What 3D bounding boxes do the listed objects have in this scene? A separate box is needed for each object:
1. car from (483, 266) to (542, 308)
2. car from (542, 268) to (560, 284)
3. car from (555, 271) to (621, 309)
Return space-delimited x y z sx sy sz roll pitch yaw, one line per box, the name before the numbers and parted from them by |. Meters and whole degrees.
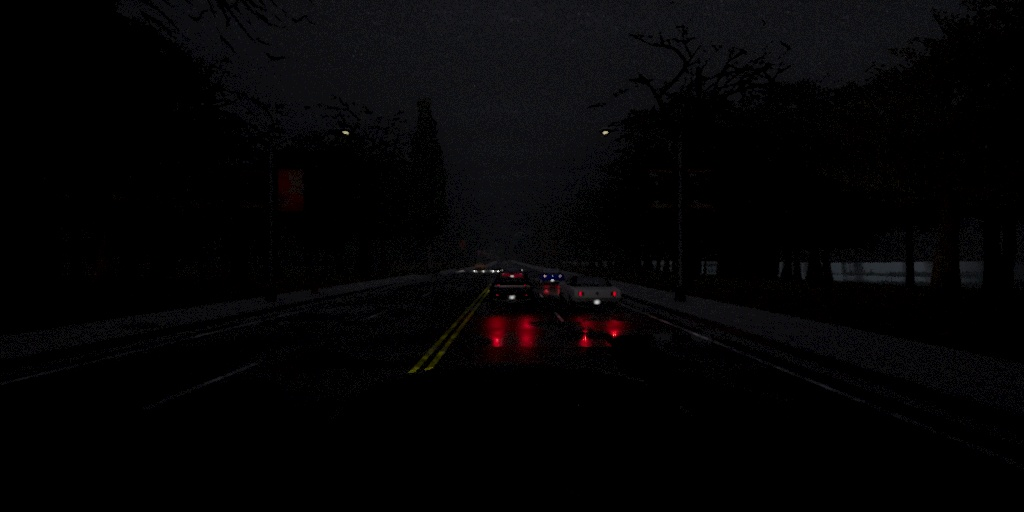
car | 0.007 1.394 16.138 2.128 1.511 4.902 0 -1 0
car | 3.259 1.681 30.944 1.895 1.301 4.718 0 -1 0
car | 3.255 1.500 15.948 1.895 1.301 4.718 0 -1 0
